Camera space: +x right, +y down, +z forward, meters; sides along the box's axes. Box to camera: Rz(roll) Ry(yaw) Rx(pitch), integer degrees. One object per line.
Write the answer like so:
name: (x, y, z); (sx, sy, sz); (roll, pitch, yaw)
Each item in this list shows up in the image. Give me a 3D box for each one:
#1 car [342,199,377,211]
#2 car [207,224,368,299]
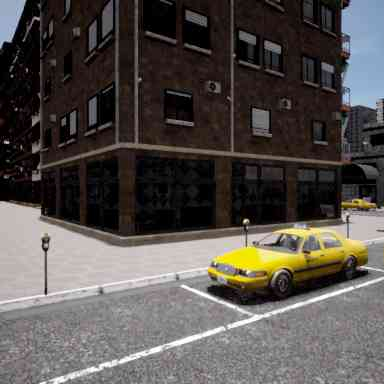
car: (19.270, 1.469, 39.636); (1.752, 1.417, 4.829); (0, 0, -35)
car: (2.594, 1.525, 8.416); (4.829, 1.417, 1.752); (0, 0, -36)
